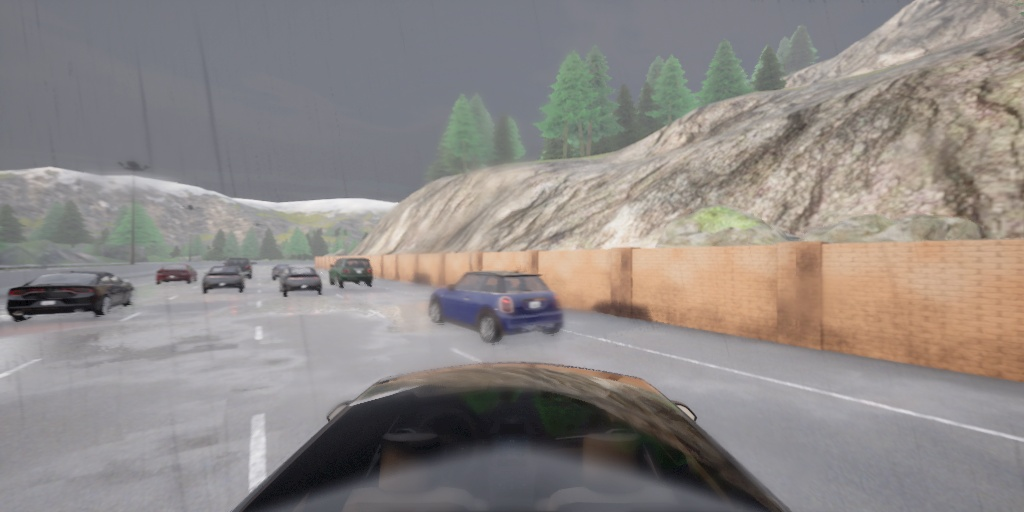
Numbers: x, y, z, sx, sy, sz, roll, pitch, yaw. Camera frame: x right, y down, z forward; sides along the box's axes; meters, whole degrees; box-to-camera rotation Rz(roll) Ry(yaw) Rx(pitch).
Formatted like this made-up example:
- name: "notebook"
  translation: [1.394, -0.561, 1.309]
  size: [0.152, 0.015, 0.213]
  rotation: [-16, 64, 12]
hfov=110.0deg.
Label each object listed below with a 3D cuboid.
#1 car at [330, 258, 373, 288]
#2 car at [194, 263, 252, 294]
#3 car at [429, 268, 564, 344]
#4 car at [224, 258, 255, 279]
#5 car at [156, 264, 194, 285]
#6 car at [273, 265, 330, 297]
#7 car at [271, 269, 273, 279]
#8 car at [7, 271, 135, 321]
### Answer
- name: "car"
  translation: [-11.707, 1.161, 25.957]
  size: [2.150, 2.045, 5.566]
  rotation: [1, -1, -36]
- name: "car"
  translation: [-17.020, 1.349, 21.351]
  size: [2.128, 1.511, 4.902]
  rotation: [1, -1, -35]
- name: "car"
  translation: [-0.662, 1.189, 10.237]
  size: [2.097, 1.767, 4.553]
  rotation: [1, -1, -35]
- name: "car"
  translation: [-26.194, 1.168, 34.421]
  size: [2.150, 2.045, 5.566]
  rotation: [1, 0, -35]
- name: "car"
  translation: [-25.709, 1.353, 27.636]
  size: [1.882, 1.535, 5.008]
  rotation: [1, -1, -35]
- name: "car"
  translation: [-11.973, 1.369, 20.255]
  size: [2.128, 1.511, 4.902]
  rotation: [1, -1, -35]
- name: "car"
  translation: [-21.803, 1.516, 34.248]
  size: [2.033, 1.411, 5.357]
  rotation: [1, -1, -35]
- name: "car"
  translation: [-15.213, 1.255, 12.690]
  size: [1.882, 1.535, 5.008]
  rotation: [1, -1, -35]
